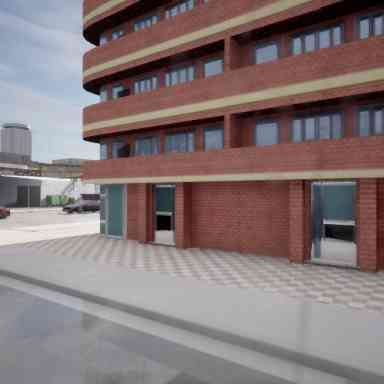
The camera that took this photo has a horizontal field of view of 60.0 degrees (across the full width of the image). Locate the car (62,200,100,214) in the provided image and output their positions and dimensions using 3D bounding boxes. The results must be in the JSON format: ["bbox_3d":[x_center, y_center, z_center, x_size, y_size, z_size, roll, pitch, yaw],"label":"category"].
[{"bbox_3d":[-11.122,1.547,35.589,2.033,1.411,5.357,0,0,34],"label":"car"}]

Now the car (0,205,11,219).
[{"bbox_3d":[-17.076,1.564,26.926,1.994,1.385,4.181,0,0,34],"label":"car"}]
